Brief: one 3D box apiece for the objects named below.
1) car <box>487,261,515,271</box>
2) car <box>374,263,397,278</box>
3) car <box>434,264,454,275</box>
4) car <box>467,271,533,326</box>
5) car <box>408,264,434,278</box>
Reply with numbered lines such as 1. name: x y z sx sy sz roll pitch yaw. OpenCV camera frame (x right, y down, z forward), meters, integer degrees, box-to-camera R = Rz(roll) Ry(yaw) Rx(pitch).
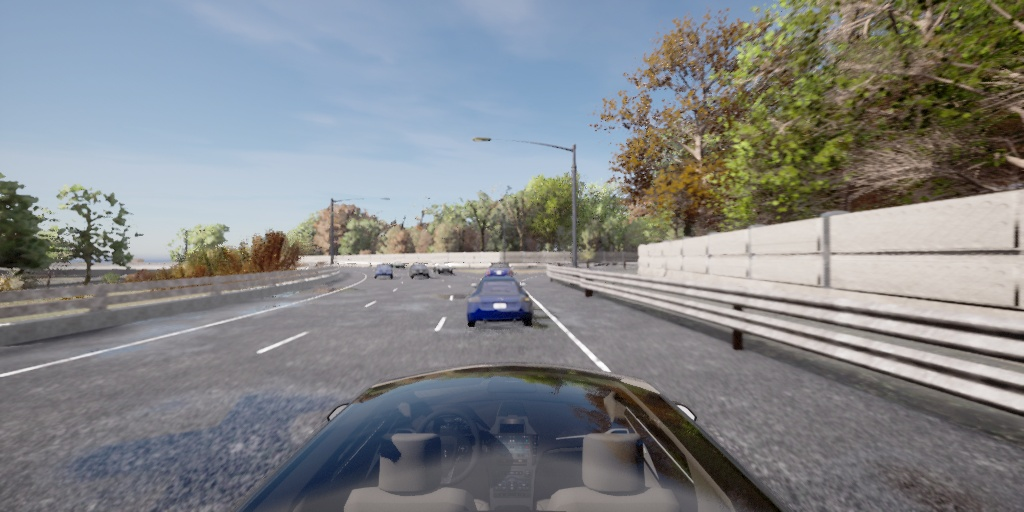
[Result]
1. car: -0.875 1.278 28.208 2.097 1.767 4.553 0 0 2
2. car: -13.722 1.606 38.379 2.033 1.411 5.357 0 0 -21
3. car: -8.716 1.674 44.614 1.895 1.301 4.718 0 0 -23
4. car: -0.431 1.383 12.068 1.994 1.385 4.181 0 0 -3
5. car: -9.988 1.586 38.346 2.033 1.411 5.357 0 0 -20
